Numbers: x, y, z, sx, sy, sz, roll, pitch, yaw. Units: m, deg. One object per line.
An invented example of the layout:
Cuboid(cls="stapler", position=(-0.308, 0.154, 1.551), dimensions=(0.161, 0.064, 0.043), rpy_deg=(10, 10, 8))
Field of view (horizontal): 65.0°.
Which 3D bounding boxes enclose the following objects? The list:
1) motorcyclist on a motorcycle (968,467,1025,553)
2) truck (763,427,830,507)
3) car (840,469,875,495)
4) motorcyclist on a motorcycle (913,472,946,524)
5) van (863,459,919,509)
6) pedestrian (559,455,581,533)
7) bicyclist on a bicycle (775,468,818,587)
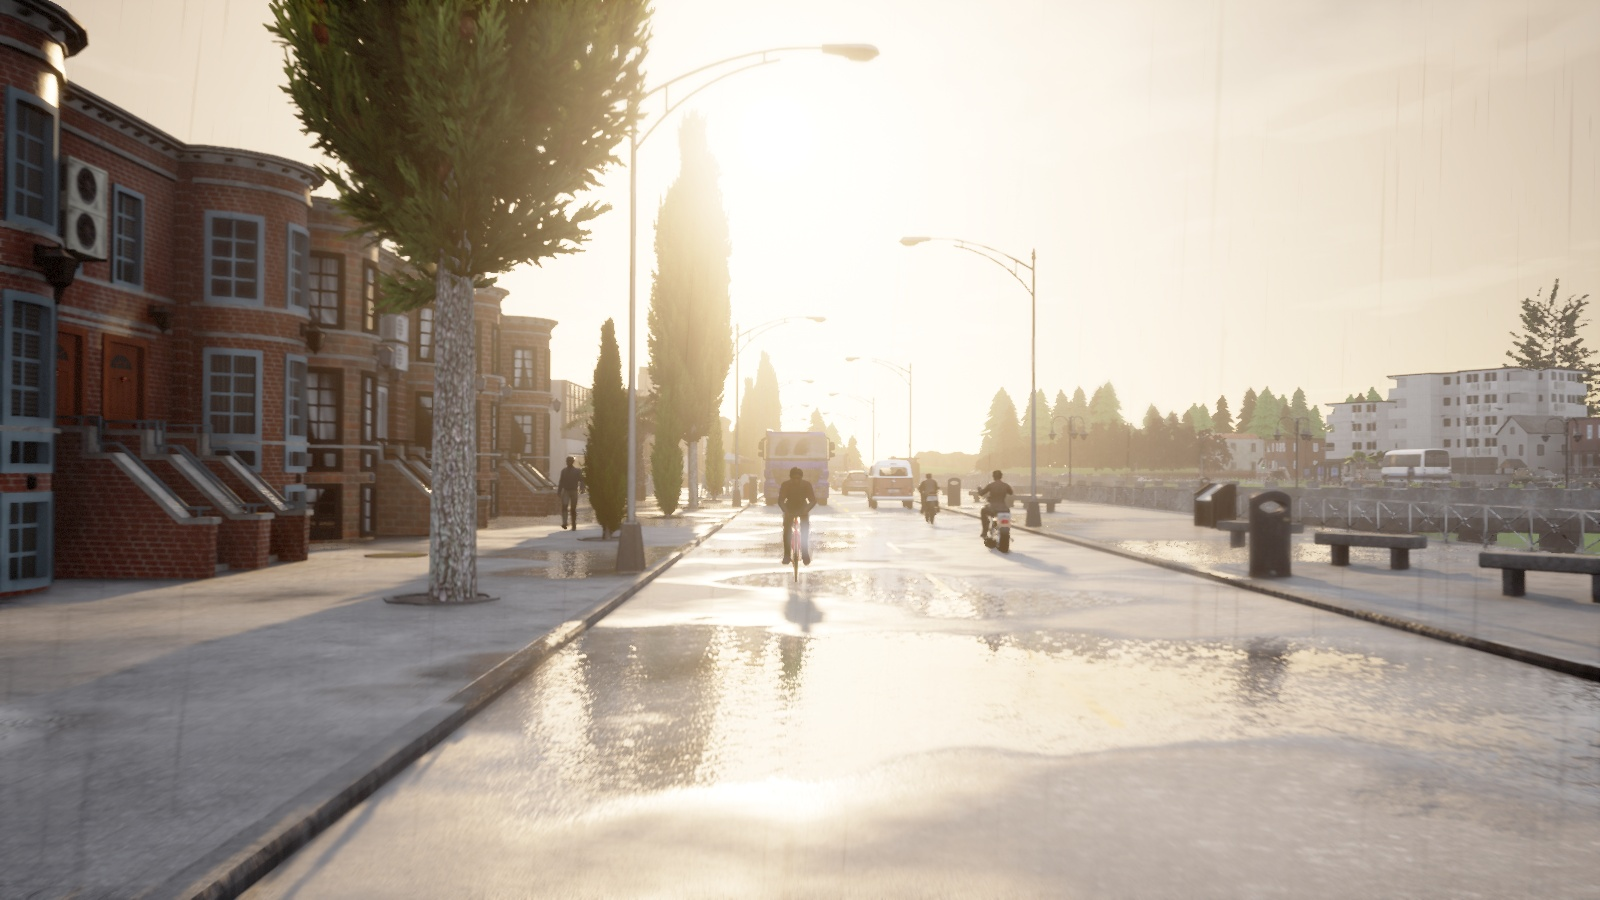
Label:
Cuboid(cls="motorcyclist on a motorcycle", position=(3.933, 1.173, 25.332), dimensions=(0.766, 1.649, 2.350), rpy_deg=(0, -1, 0))
Cuboid(cls="truck", position=(-0.155, 0.815, 58.636), dimensions=(2.891, 3.462, 7.936), rpy_deg=(0, -1, 0))
Cuboid(cls="car", position=(3.784, 2.125, 83.330), dimensions=(2.033, 1.649, 4.856), rpy_deg=(0, -1, 0))
Cuboid(cls="motorcyclist on a motorcycle", position=(3.901, 1.417, 37.983), dimensions=(0.797, 1.523, 2.044), rpy_deg=(0, -1, 0))
Cuboid(cls="van", position=(3.859, 1.427, 54.015), dimensions=(2.069, 2.038, 4.480), rpy_deg=(0, -1, 0))
Cuboid(cls="pedestrian", position=(-5.469, 1.047, 29.896), dimensions=(0.370, 1.835, 0.726), rpy_deg=(0, -1, 2))
Cuboid(cls="bicyclist on a bicycle", position=(-0.047, 1.069, 18.027), dimensions=(0.582, 1.620, 1.656), rpy_deg=(0, -1, 0))
